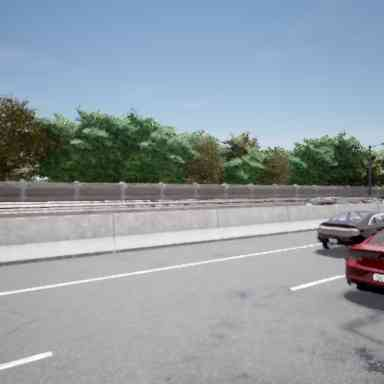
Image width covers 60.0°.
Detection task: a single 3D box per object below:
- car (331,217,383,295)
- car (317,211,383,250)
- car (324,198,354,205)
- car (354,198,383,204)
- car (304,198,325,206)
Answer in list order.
[{"bbox_3d":[5.603,1.470,7.763,5.008,1.535,1.882,0,0,-35],"label":"car"},{"bbox_3d":[6.891,1.479,12.964,4.902,1.511,2.128,0,0,-35],"label":"car"},{"bbox_3d":[17.459,1.467,37.620,4.674,1.442,1.812,0,0,-34],"label":"car"},{"bbox_3d":[19.612,1.434,34.850,4.902,1.511,2.128,0,0,-34],"label":"car"},{"bbox_3d":[15.746,1.430,40.684,4.902,1.511,2.128,0,0,-34],"label":"car"}]
